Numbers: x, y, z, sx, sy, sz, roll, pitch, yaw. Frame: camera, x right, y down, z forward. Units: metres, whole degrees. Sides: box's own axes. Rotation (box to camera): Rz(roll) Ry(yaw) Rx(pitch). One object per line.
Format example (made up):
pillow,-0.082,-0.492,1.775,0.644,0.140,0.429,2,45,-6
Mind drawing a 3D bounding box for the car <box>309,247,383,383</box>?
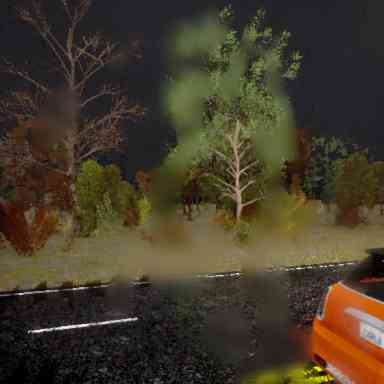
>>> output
car,3.731,1.354,3.669,4.553,1.767,2.097,0,0,-15
